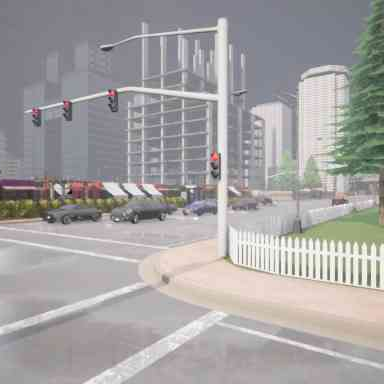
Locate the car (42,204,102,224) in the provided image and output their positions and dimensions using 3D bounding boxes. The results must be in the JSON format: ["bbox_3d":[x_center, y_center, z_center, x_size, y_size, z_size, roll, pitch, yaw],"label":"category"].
[{"bbox_3d":[-8.721,1.564,24.479,1.994,1.385,4.181,0,0,34],"label":"car"}]

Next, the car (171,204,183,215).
[{"bbox_3d":[-3.546,1.547,32.139,2.033,1.411,5.357,0,0,34],"label":"car"}]

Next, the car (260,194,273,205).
[{"bbox_3d":[11.482,1.161,54.204,2.097,1.767,4.553,0,0,34],"label":"car"}]

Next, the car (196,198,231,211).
[{"bbox_3d":[2.760,1.548,41.465,2.033,1.411,5.357,0,0,34],"label":"car"}]

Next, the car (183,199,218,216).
[{"bbox_3d":[0.937,1.526,32.500,1.812,1.442,4.674,0,0,34],"label":"car"}]

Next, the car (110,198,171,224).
[{"bbox_3d":[-4.008,1.352,25.202,2.097,1.767,4.553,0,0,34],"label":"car"}]

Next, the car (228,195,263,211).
[{"bbox_3d":[6.563,1.503,40.828,1.837,1.490,4.892,0,1,34],"label":"car"}]

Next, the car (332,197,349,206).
[{"bbox_3d":[23.959,1.478,53.738,1.882,1.535,5.008,0,0,34],"label":"car"}]
